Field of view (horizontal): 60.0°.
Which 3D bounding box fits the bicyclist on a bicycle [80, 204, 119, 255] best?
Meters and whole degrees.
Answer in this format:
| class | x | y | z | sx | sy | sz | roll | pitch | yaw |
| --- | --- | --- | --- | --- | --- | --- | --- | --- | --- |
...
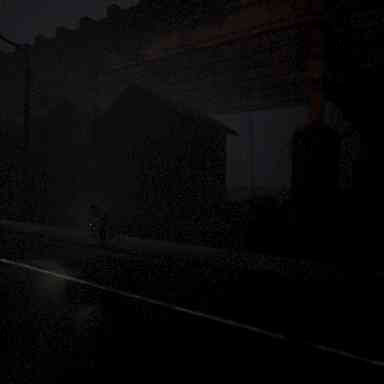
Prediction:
| class | x | y | z | sx | sy | sz | roll | pitch | yaw |
| --- | --- | --- | --- | --- | --- | --- | --- | --- | --- |
| bicyclist on a bicycle | -3.099 | 1.189 | 11.128 | 0.582 | 1.620 | 1.656 | 1 | 10 | 35 |
